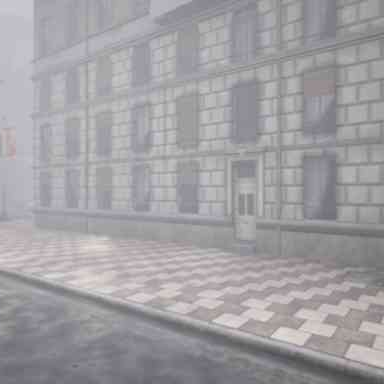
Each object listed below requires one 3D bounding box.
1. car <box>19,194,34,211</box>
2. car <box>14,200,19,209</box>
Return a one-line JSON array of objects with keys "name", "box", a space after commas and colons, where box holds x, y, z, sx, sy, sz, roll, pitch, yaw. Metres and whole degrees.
[{"name": "car", "box": [-17.089, 1.348, 38.878, 2.097, 1.767, 4.553, 0, 0, 36]}, {"name": "car", "box": [-19.281, 1.217, 41.826, 2.150, 2.045, 5.566, 0, 0, 36]}]
